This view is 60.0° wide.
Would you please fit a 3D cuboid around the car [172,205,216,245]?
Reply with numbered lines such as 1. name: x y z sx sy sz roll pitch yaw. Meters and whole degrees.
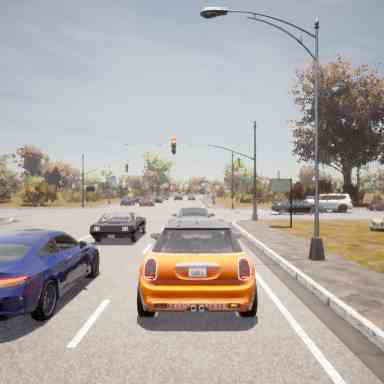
1. car: 0.079 1.505 16.587 1.837 1.490 4.892 0 0 0

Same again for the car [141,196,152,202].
1. car: -10.596 1.552 78.241 1.994 1.385 4.181 0 0 0

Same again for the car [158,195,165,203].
1. car: -7.099 1.601 67.705 1.895 1.301 4.718 0 0 0

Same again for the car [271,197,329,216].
1. car: 10.327 1.491 32.717 4.902 1.511 2.128 0 0 5

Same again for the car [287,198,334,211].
1. car: 14.037 1.504 39.631 4.892 1.490 1.837 0 0 3

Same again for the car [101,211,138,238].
1. car: -3.420 1.601 16.319 1.895 1.301 4.718 0 0 0

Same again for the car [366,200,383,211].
1. car: 22.927 1.555 39.159 4.181 1.385 1.994 0 0 3

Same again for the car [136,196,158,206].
1. car: -7.135 1.352 52.894 2.097 1.767 4.553 0 0 -1

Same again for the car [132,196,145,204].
1. car: -10.601 1.564 66.379 1.994 1.385 4.181 0 0 0

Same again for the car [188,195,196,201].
1. car: -0.099 1.552 84.730 1.994 1.385 4.181 0 0 0

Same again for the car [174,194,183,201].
1. car: -3.599 1.492 84.597 1.837 1.490 4.892 0 0 0

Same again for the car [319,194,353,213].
1. car: 14.422 1.221 36.103 5.566 2.045 2.150 0 0 3

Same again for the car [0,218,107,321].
1. car: -3.409 1.526 7.161 1.812 1.442 4.674 0 0 0

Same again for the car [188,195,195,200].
1. car: -0.073 1.595 94.768 1.895 1.301 4.718 0 0 1

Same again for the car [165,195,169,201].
1. car: -7.098 1.541 86.910 1.994 1.385 4.181 0 0 0

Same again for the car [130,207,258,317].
1. car: 0.091 1.352 7.629 2.097 1.767 4.553 0 0 0

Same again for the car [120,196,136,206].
1. car: -10.654 1.505 55.155 1.837 1.490 4.892 0 0 0

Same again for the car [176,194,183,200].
1. car: -3.571 1.374 95.005 1.812 1.442 4.674 0 0 1
